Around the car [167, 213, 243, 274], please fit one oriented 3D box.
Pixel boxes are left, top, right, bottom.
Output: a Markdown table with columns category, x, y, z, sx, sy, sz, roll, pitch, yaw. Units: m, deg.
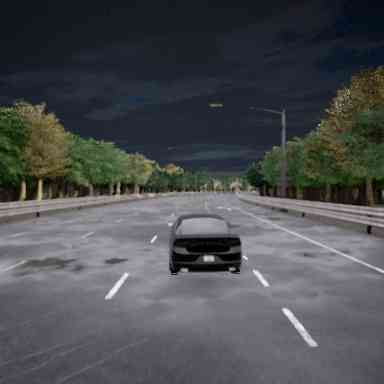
| category | x | y | z | sx | sy | sz | roll | pitch | yaw |
| --- | --- | --- | --- | --- | --- | --- | --- | --- | --- |
| car | 0.268 | 1.401 | 10.380 | 1.882 | 1.535 | 5.008 | 0 | 1 | -3 |
